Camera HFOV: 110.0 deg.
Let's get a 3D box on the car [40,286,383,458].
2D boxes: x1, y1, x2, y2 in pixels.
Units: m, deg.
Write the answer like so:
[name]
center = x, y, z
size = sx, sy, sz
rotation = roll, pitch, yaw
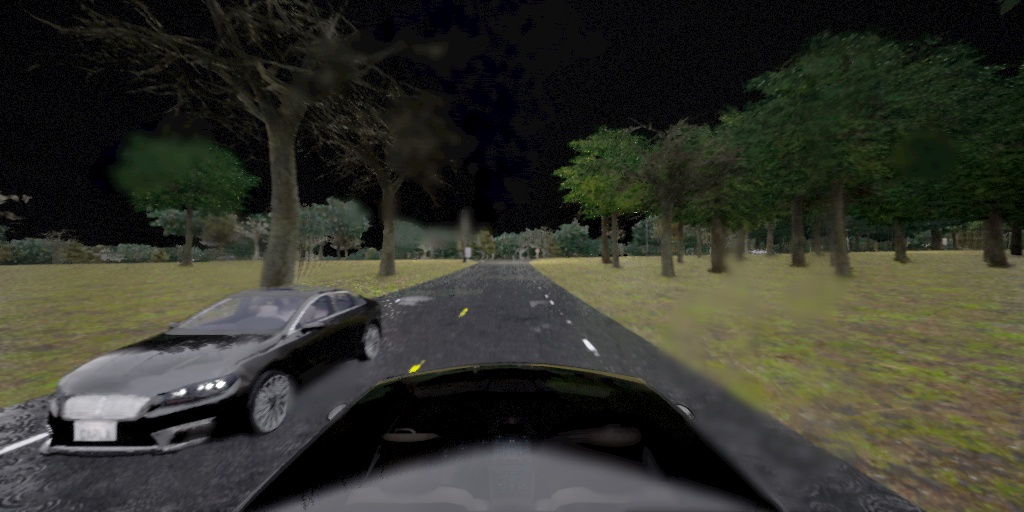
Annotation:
[car]
center = -3.596, 1.265, 5.548
size = 2.128, 1.511, 4.902
rotation = 0, 0, 0
